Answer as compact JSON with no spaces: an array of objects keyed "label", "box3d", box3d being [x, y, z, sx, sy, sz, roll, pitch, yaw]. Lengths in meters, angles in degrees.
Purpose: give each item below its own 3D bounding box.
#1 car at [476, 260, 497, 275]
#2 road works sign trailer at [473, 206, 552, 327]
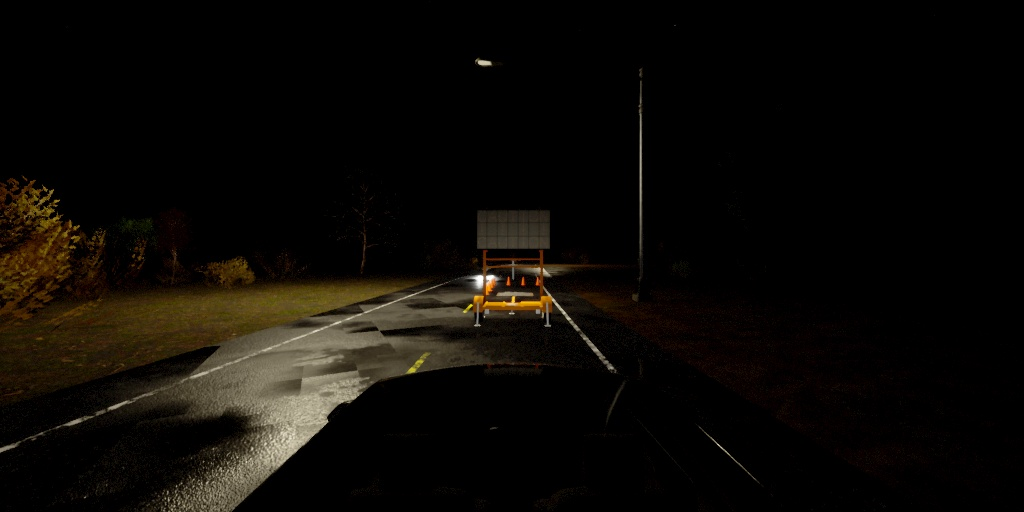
[{"label":"car","box3d":[-2.669,1.235,38.822,2.128,1.511,4.902,0,0,3]},{"label":"road works sign trailer","box3d":[0.039,0.213,11.580,2.380,3.560,2.880,0,0,1]}]
